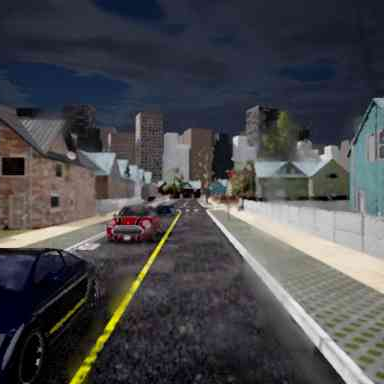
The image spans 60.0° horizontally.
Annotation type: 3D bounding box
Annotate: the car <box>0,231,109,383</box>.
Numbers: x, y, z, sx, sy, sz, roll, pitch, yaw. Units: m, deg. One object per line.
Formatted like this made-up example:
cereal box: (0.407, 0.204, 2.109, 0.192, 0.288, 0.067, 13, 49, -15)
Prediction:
car: (-2.847, 1.589, 5.090, 1.994, 1.385, 4.181, 0, 0, 0)

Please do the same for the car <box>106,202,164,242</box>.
car: (-2.808, 1.431, 16.744, 2.097, 1.767, 4.553, 0, 0, 0)

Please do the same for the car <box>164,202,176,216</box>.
car: (-2.758, 1.740, 35.101, 1.994, 1.385, 4.181, 0, 0, 0)
